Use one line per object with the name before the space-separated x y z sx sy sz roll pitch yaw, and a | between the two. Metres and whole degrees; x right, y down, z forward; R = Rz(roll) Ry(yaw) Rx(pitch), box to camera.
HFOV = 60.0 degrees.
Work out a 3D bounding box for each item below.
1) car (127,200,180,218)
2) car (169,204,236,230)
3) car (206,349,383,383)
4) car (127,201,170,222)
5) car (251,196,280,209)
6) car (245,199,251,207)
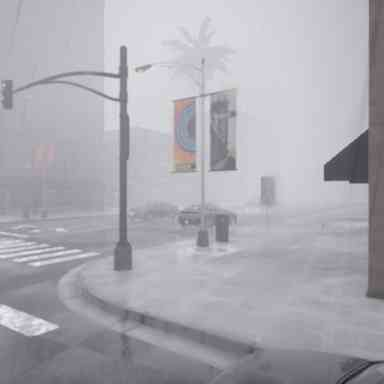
car | -3.536 1.566 31.845 2.033 1.411 5.357 0 0 35
car | 1.095 1.519 21.181 2.128 1.511 4.902 0 0 35
car | 1.885 1.551 1.502 4.403 1.369 2.008 0 0 36
car | -3.121 1.509 26.796 2.128 1.511 4.902 0 0 35
car | 10.538 1.419 46.073 2.097 1.767 4.553 0 0 36
car | 9.931 1.422 50.794 2.097 1.767 4.553 0 0 36
